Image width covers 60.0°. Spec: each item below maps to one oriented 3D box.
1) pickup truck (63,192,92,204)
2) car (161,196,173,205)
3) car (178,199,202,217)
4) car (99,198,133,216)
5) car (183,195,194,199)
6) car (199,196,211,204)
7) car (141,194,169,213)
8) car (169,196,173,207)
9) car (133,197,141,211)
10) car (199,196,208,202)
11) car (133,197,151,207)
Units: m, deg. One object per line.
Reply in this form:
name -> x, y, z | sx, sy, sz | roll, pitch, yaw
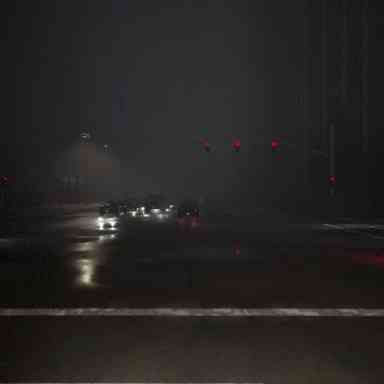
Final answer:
pickup truck -> -20.915, 1.094, 59.985 | 2.390, 2.098, 6.274 | 0, 0, 30
car -> -4.356, 1.512, 58.853 | 1.882, 1.535, 5.008 | 0, 0, 0
car -> -0.331, 1.619, 31.203 | 1.895, 1.301, 4.718 | 0, 0, 0
car -> -7.698, 1.511, 32.834 | 2.128, 1.511, 4.902 | 0, 0, 2
car -> -0.686, 1.386, 59.277 | 2.097, 1.767, 4.553 | 0, 0, -1
car -> 2.760, 1.529, 64.762 | 2.128, 1.511, 4.902 | 0, 0, -1
car -> -4.179, 1.244, 38.467 | 2.150, 2.045, 5.566 | 0, 0, -1
car -> -4.272, 1.629, 48.414 | 1.895, 1.301, 4.718 | 0, 0, -1
car -> -7.717, 1.502, 42.136 | 1.882, 1.535, 5.008 | 0, 0, -1
car -> 2.559, 1.568, 75.146 | 1.812, 1.442, 4.674 | 0, 0, -1
car -> -7.813, 1.522, 52.520 | 2.128, 1.511, 4.902 | 0, 0, -1
